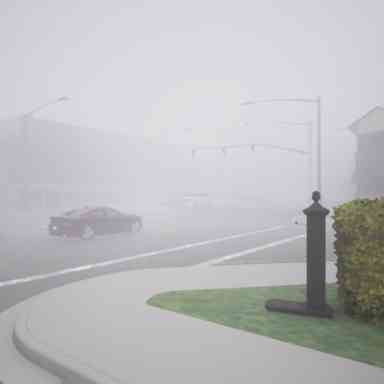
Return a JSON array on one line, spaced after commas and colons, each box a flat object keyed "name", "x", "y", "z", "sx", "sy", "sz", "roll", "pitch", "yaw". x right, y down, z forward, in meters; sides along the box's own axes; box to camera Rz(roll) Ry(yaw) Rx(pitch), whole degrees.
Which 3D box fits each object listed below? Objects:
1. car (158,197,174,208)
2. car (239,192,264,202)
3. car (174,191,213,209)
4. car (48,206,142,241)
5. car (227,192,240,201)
[{"name": "car", "x": -2.586, "y": 1.330, "z": 44.218, "sx": 1.994, "sy": 1.385, "sz": 4.181, "roll": 0, "pitch": 1, "yaw": 35}, {"name": "car", "x": 10.421, "y": 0.917, "z": 56.641, "sx": 1.895, "sy": 1.301, "sz": 4.718, "roll": 0, "pitch": 1, "yaw": 35}, {"name": "car", "x": 0.558, "y": 0.981, "z": 42.606, "sx": 2.150, "sy": 2.045, "sz": 5.566, "roll": 0, "pitch": 1, "yaw": 35}, {"name": "car", "x": -4.645, "y": 1.457, "z": 16.740, "sx": 1.882, "sy": 1.535, "sz": 5.008, "roll": 0, "pitch": 0, "yaw": 35}, {"name": "car", "x": 7.979, "y": 0.787, "z": 59.235, "sx": 2.128, "sy": 1.511, "sz": 4.902, "roll": 0, "pitch": 1, "yaw": 35}]
